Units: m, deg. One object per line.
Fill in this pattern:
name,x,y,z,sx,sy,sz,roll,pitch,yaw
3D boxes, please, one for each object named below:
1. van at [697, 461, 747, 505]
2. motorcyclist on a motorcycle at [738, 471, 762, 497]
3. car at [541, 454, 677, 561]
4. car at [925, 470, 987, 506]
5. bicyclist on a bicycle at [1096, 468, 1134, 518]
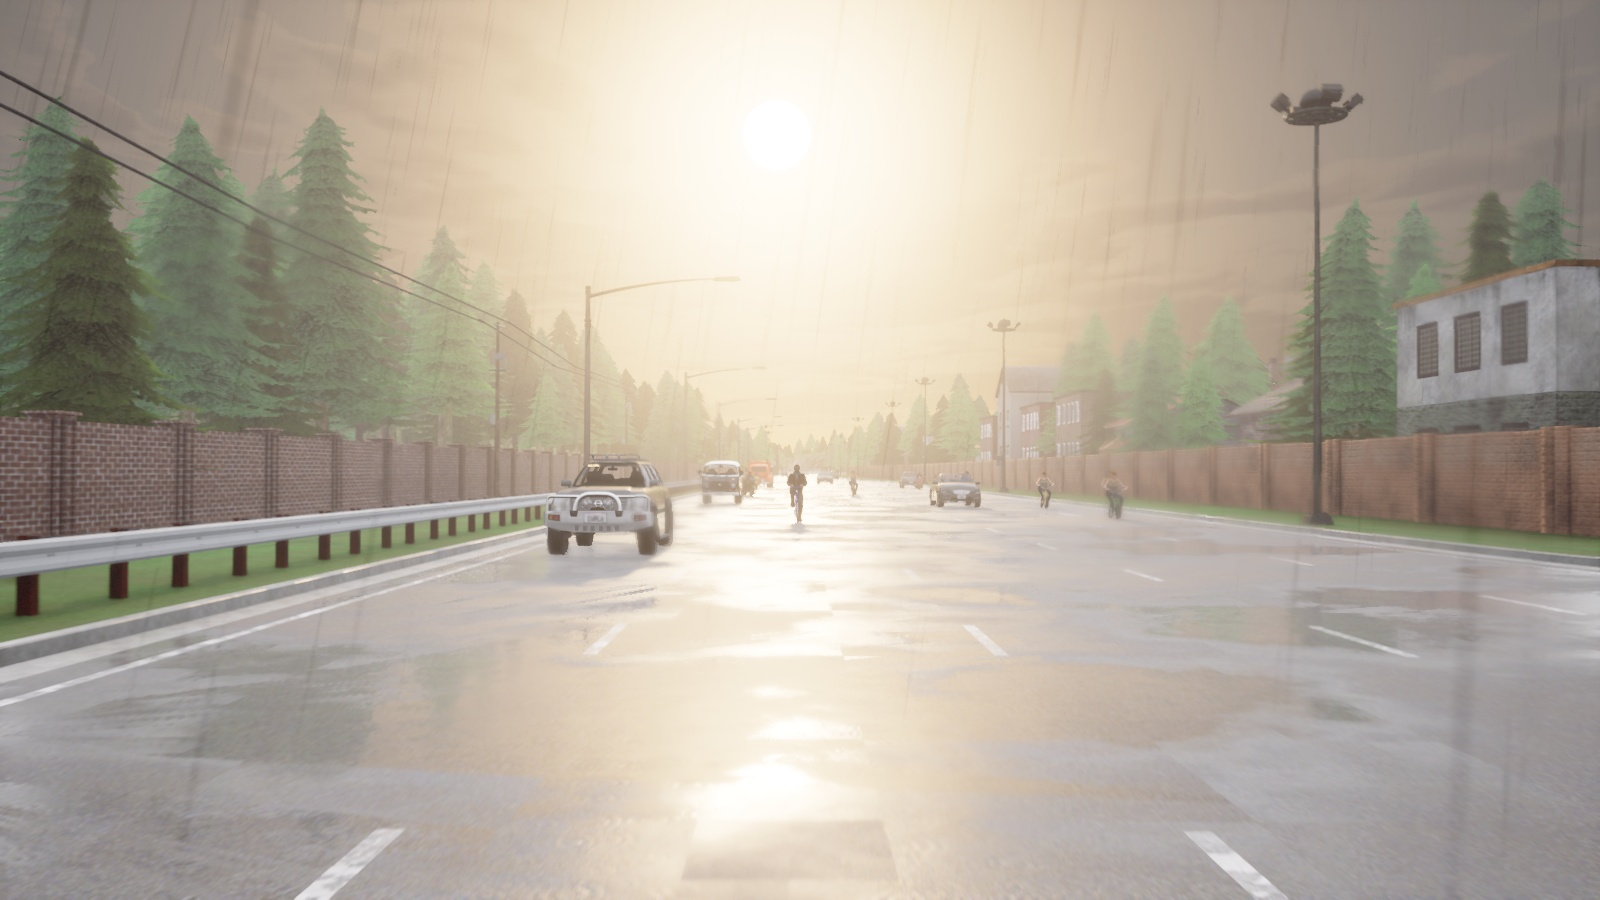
van,-3.644,1.539,59.499,2.069,2.038,4.480,0,-1,0
motorcyclist on a motorcycle,-3.097,2.086,76.955,0.797,1.523,2.044,2,-2,-21
car,-3.559,1.047,24.221,1.932,1.855,4.605,0,-1,0
car,6.865,1.667,55.669,2.128,1.511,4.902,0,-1,0
bicyclist on a bicycle,10.403,1.398,41.501,0.866,1.612,1.509,0,-1,0
